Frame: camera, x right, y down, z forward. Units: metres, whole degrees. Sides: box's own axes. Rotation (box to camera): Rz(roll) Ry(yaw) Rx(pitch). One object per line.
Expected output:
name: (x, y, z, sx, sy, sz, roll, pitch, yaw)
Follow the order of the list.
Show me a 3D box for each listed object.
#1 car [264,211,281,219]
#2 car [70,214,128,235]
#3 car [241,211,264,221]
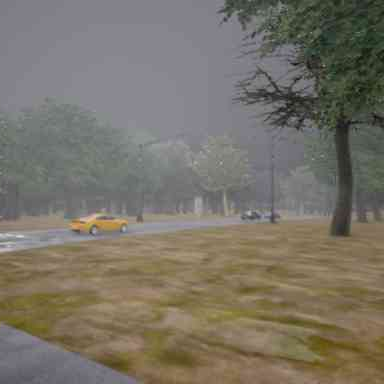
car: (14.398, 4.204, 60.019, 2.033, 1.411, 5.357, -1, -4, 32)
car: (-7.133, 2.455, 26.063, 1.882, 1.535, 5.008, -1, -3, 32)
car: (9.140, 3.675, 51.642, 1.812, 1.442, 4.674, -1, -3, 33)
